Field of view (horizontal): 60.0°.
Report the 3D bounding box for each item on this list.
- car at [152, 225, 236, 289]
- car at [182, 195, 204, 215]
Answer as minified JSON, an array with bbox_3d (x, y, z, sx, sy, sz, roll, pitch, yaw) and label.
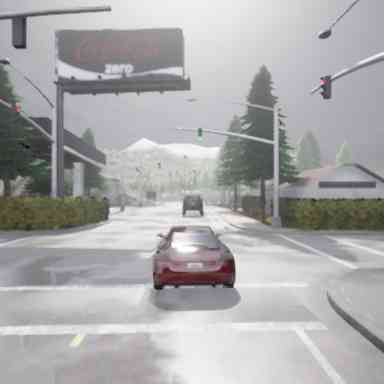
[{"bbox_3d":[-0.052,1.614,9.333,1.994,1.385,4.181,0,-1,-4],"label":"car"},{"bbox_3d":[0.103,1.358,36.277,2.150,2.045,5.566,0,0,0],"label":"car"}]
